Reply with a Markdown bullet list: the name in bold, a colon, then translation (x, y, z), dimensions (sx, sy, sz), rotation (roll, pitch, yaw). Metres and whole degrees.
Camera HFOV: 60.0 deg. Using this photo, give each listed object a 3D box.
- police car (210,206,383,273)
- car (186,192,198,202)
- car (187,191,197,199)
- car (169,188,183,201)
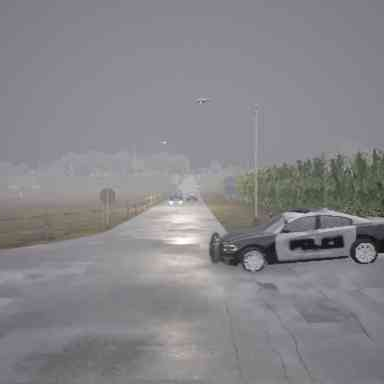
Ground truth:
- **police car**: translation (3.131, 1.264, 9.949), dimensions (5.238, 1.638, 1.930), rotation (-5, 1, 0)
- **car**: translation (0.007, 0.825, 54.865), dimensions (1.812, 1.442, 4.674), rotation (0, 2, 0)
- **car**: translation (0.008, 0.583, 64.893), dimensions (1.895, 1.301, 4.718), rotation (0, 2, 0)
- **car**: translation (-2.743, 0.403, 58.997), dimensions (2.150, 2.045, 5.566), rotation (0, 2, 0)
